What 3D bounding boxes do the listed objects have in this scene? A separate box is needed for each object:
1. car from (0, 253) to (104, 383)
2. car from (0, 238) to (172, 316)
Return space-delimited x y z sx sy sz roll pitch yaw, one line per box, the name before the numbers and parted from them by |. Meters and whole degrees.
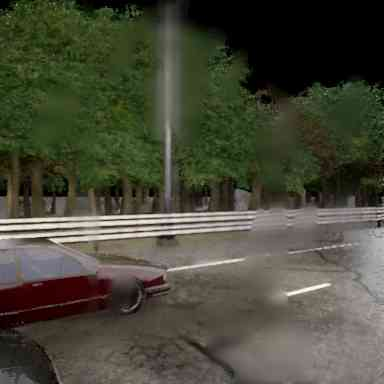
car | -3.209 1.468 1.588 4.902 1.511 2.128 1 0 -36
car | -3.023 1.553 5.860 5.357 1.411 2.033 1 0 -35
